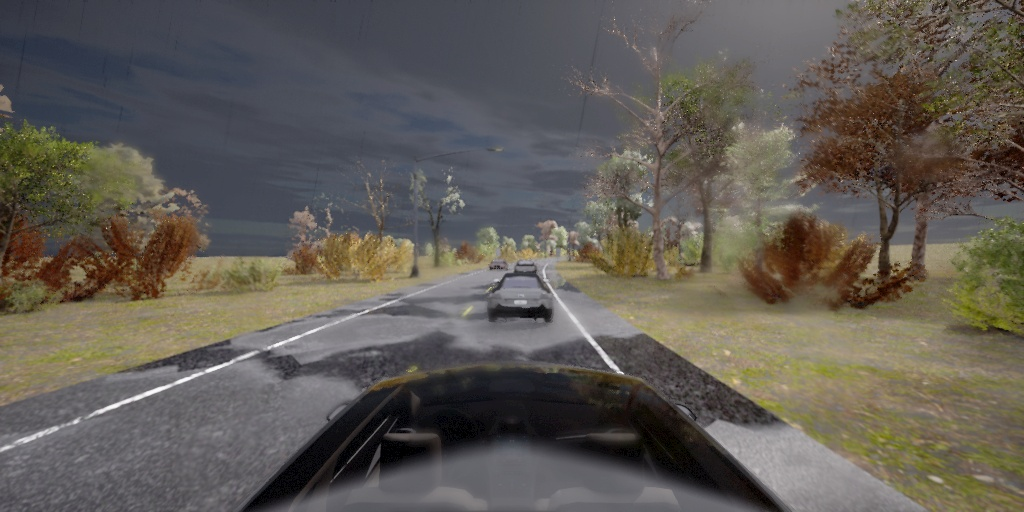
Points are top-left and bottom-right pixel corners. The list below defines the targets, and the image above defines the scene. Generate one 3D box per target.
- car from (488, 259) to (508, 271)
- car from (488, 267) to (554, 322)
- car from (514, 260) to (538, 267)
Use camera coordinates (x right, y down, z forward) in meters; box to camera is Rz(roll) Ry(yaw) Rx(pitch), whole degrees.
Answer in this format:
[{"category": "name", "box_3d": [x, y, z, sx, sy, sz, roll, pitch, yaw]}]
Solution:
[{"category": "car", "box_3d": [-1.563, 1.050, 42.856, 1.994, 1.385, 4.181, 0, 0, 5]}, {"category": "car", "box_3d": [0.302, 1.251, 12.064, 1.994, 1.385, 4.181, 0, 0, 2]}, {"category": "car", "box_3d": [1.204, 1.058, 30.786, 2.128, 1.511, 4.902, 0, 0, 4]}]
